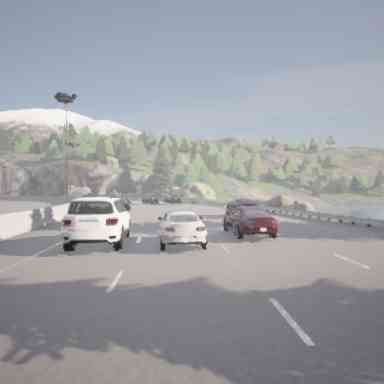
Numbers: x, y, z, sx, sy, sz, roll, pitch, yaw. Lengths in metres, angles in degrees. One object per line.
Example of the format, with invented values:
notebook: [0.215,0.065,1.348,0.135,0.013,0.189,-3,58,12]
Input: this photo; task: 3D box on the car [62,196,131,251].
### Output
car: [-3.940,1.235,14.437,2.150,2.045,5.566,0,0,-6]

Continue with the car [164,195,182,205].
car: [-3.463,1.236,58.033,2.097,1.767,4.553,-1,0,-21]

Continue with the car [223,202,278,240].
car: [2.800,1.441,16.600,1.812,1.442,4.674,0,0,-7]

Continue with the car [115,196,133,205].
car: [-12.781,1.490,62.274,2.128,1.511,4.902,-1,0,-24]

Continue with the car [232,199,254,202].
car: [4.443,1.362,29.787,1.837,1.490,4.892,0,0,-11]

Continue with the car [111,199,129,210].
car: [-9.868,1.608,45.205,1.895,1.301,4.718,-1,0,-18]

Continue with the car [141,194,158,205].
car: [-7.522,1.289,58.848,2.097,1.767,4.553,-1,0,-22]

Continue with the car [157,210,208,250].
car: [-0.469,1.492,14.208,1.812,1.442,4.674,0,0,-6]
